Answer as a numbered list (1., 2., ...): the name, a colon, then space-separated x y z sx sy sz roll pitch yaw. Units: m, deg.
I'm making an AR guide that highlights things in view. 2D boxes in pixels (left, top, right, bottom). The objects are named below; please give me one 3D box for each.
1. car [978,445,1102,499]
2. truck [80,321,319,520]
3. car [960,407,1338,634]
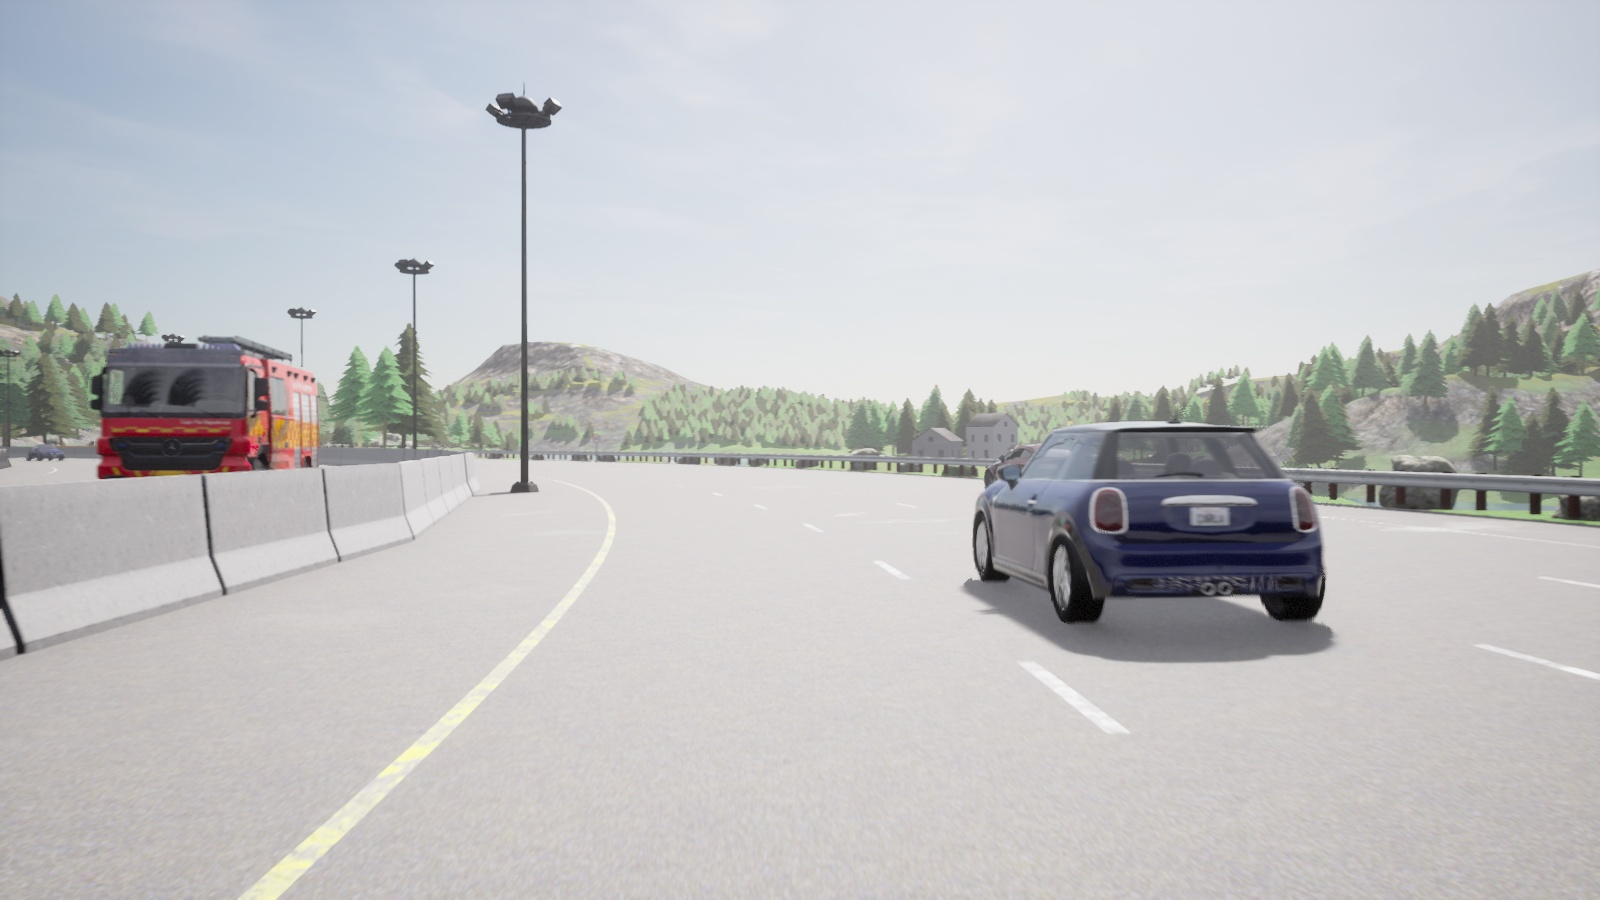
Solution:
1. car: 6.721 0.574 35.701 1.812 1.442 4.674 0 0 -12
2. truck: -13.238 -0.585 28.567 2.891 3.827 8.468 0 0 -11
3. car: 3.035 0.538 12.112 2.097 1.767 4.553 0 0 -4
